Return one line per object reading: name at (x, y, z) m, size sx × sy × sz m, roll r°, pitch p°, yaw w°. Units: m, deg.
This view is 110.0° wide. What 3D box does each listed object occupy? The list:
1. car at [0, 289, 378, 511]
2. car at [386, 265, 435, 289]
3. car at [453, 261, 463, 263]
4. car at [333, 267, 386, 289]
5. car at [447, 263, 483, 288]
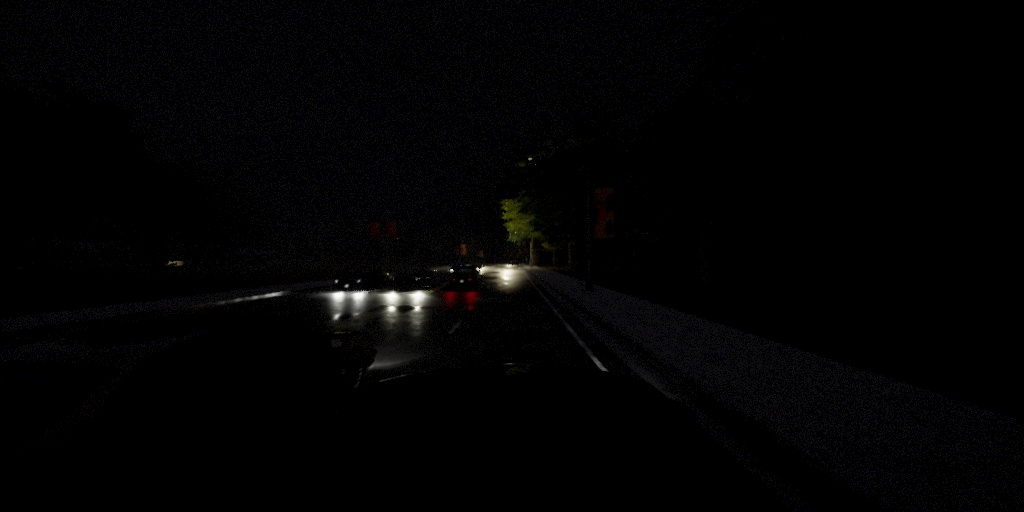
car at (-3.148, 1.306, 3.503) m, size 2.033 × 1.411 × 5.357 m, roll 0°, pitch 0°, yaw 0°
car at (-6.597, 1.354, 24.314) m, size 1.882 × 1.535 × 5.008 m, roll 0°, pitch -1°, yaw 0°
car at (-9.771, 1.673, 64.586) m, size 1.882 × 1.535 × 5.008 m, roll 0°, pitch 0°, yaw 0°
car at (-9.851, 1.422, 24.026) m, size 2.033 × 1.411 × 5.357 m, roll 0°, pitch 0°, yaw 0°
car at (-3.165, 1.405, 24.793) m, size 1.812 × 1.442 × 4.674 m, roll 0°, pitch 0°, yaw 0°
